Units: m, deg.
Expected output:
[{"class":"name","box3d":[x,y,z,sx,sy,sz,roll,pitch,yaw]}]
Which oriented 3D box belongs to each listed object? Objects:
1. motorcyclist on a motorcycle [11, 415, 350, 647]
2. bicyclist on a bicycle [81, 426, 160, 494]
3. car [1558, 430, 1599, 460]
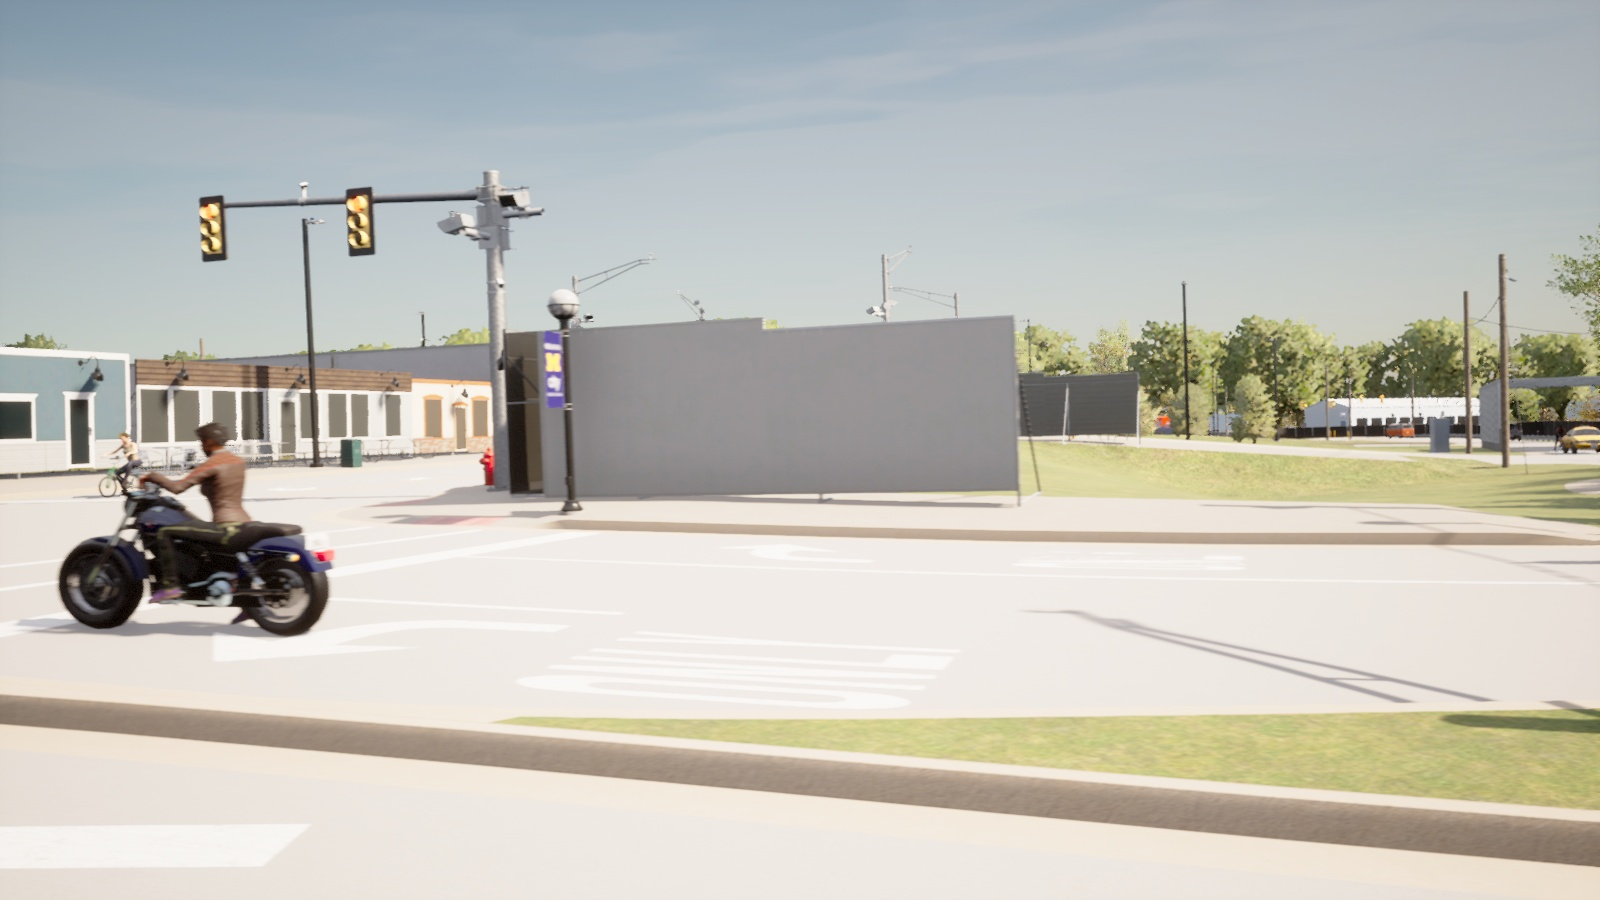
[{"class":"motorcyclist on a motorcycle","box3d":[-4.729,0.565,9.622,2.350,1.649,0.766,0,2,13]},{"class":"bicyclist on a bicycle","box3d":[-16.915,0.234,31.288,0.866,1.612,1.509,-1,1,18]},{"class":"car","box3d":[43.554,-0.307,69.713,1.801,1.575,5.366,-1,0,24]}]
